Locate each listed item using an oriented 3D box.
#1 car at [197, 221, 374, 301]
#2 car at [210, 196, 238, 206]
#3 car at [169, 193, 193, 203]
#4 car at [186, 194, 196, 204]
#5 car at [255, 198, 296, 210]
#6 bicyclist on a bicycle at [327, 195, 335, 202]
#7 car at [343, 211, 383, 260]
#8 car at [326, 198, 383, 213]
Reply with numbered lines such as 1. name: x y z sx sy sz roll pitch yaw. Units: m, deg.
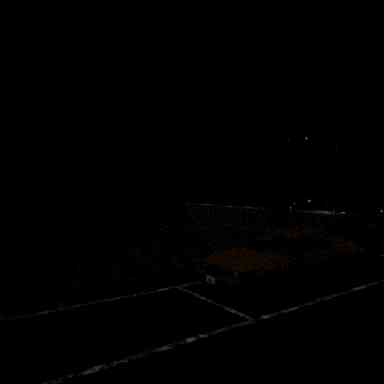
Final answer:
1. car: 2.372 1.527 8.357 4.829 1.417 1.752 0 1 -35
2. car: 4.336 1.248 45.367 1.994 1.385 4.181 1 0 -34
3. car: -2.086 1.061 60.368 2.128 1.511 4.902 1 0 -34
4. car: -1.261 1.193 53.575 1.895 1.301 4.718 1 0 -34
5. car: 9.460 1.367 37.875 1.895 1.301 4.718 1 0 -34
6. bicyclist on a bicycle: 16.306 1.158 38.926 1.656 1.620 0.582 0 0 -34
7. car: 7.132 1.547 11.662 4.507 1.381 1.887 0 1 -35
8. car: 14.700 1.342 30.230 2.128 1.511 4.902 1 0 -34
